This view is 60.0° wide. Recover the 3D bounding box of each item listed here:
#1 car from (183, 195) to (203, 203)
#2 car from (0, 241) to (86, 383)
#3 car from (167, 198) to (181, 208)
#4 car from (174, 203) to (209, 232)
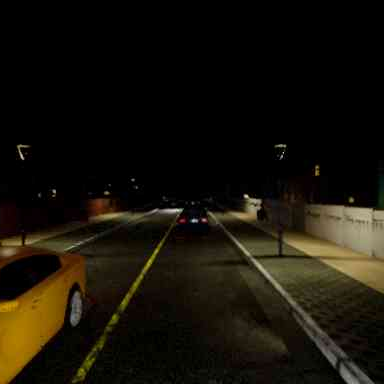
[{"bbox_3d":[0.079,1.402,39.838,2.150,2.045,5.566,0,0,0],"label":"car"},{"bbox_3d":[-2.853,1.496,4.074,1.882,1.535,5.008,0,0,0],"label":"car"},{"bbox_3d":[-2.780,1.729,51.066,2.128,1.511,4.902,0,0,0],"label":"car"},{"bbox_3d":[0.087,1.640,20.733,2.033,1.411,5.357,0,0,0],"label":"car"}]
